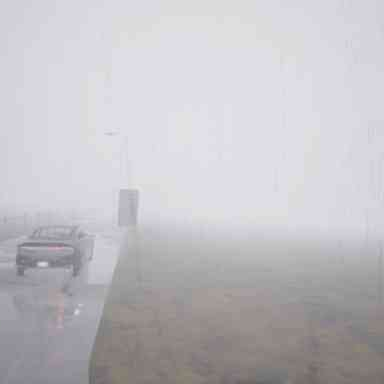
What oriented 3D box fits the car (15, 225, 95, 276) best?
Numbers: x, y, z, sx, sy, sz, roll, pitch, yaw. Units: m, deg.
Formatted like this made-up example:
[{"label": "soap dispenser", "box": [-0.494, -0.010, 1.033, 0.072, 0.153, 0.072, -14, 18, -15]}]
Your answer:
[{"label": "car", "box": [-4.631, 1.917, 11.775, 2.128, 1.511, 4.902, 2, -3, -10]}]
